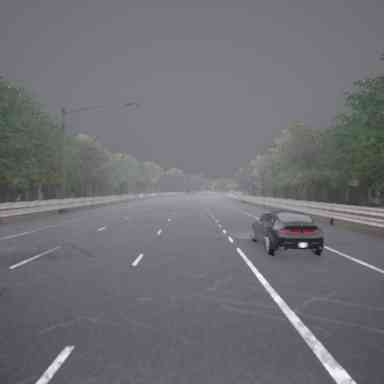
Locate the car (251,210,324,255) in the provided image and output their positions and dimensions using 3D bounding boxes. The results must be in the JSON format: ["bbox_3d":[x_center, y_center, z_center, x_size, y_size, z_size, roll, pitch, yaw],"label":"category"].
[{"bbox_3d":[3.531,1.455,13.016,1.837,1.490,4.892,0,0,0],"label":"car"}]
